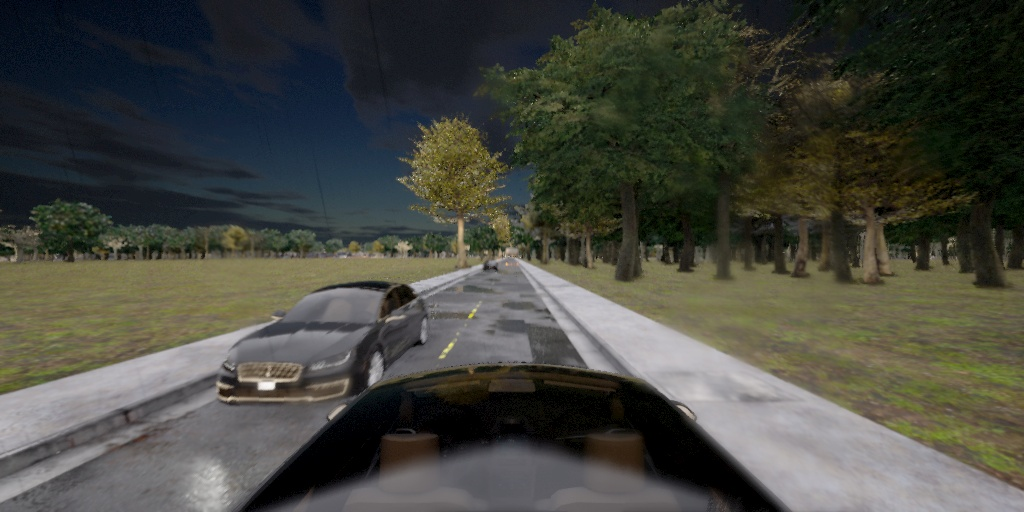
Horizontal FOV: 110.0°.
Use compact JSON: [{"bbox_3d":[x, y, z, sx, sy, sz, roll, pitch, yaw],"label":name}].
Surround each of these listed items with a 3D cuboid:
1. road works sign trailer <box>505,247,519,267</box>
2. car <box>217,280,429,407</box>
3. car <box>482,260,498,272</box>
[{"bbox_3d":[0.019,0.224,65.259,2.380,3.560,2.880,0,0,0],"label":"road works sign trailer"},{"bbox_3d":[-2.849,1.257,6.594,1.837,1.490,4.892,0,0,0],"label":"car"},{"bbox_3d":[-2.817,1.236,47.413,1.882,1.535,5.008,0,0,0],"label":"car"}]
